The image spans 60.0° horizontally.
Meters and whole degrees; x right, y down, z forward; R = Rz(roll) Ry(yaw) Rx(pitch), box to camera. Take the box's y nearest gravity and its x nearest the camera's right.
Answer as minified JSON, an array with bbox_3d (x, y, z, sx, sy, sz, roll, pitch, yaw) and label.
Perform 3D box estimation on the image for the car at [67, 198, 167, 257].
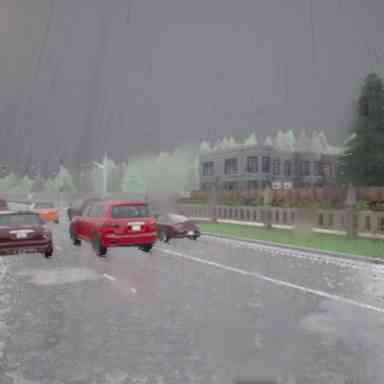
[{"bbox_3d":[-3.486,1.380,14.113,2.150,2.045,5.566,1,0,-34],"label":"car"}]

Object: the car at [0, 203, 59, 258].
[{"bbox_3d":[-6.862,1.484,12.867,2.097,1.767,4.553,1,-1,-34],"label":"car"}]

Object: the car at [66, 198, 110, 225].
[{"bbox_3d":[-9.030,1.531,28.506,2.150,2.045,5.566,1,0,-34],"label":"car"}]

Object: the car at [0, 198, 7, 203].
[{"bbox_3d":[-14.826,1.474,24.576,2.150,2.045,5.566,1,0,-34],"label":"car"}]

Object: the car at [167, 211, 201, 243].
[{"bbox_3d":[-1.335,1.720,17.191,1.812,1.442,4.674,1,-1,-34],"label":"car"}]

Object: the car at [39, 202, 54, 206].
[{"bbox_3d":[-12.396,1.636,27.241,2.097,1.767,4.553,1,-1,-34],"label":"car"}]
